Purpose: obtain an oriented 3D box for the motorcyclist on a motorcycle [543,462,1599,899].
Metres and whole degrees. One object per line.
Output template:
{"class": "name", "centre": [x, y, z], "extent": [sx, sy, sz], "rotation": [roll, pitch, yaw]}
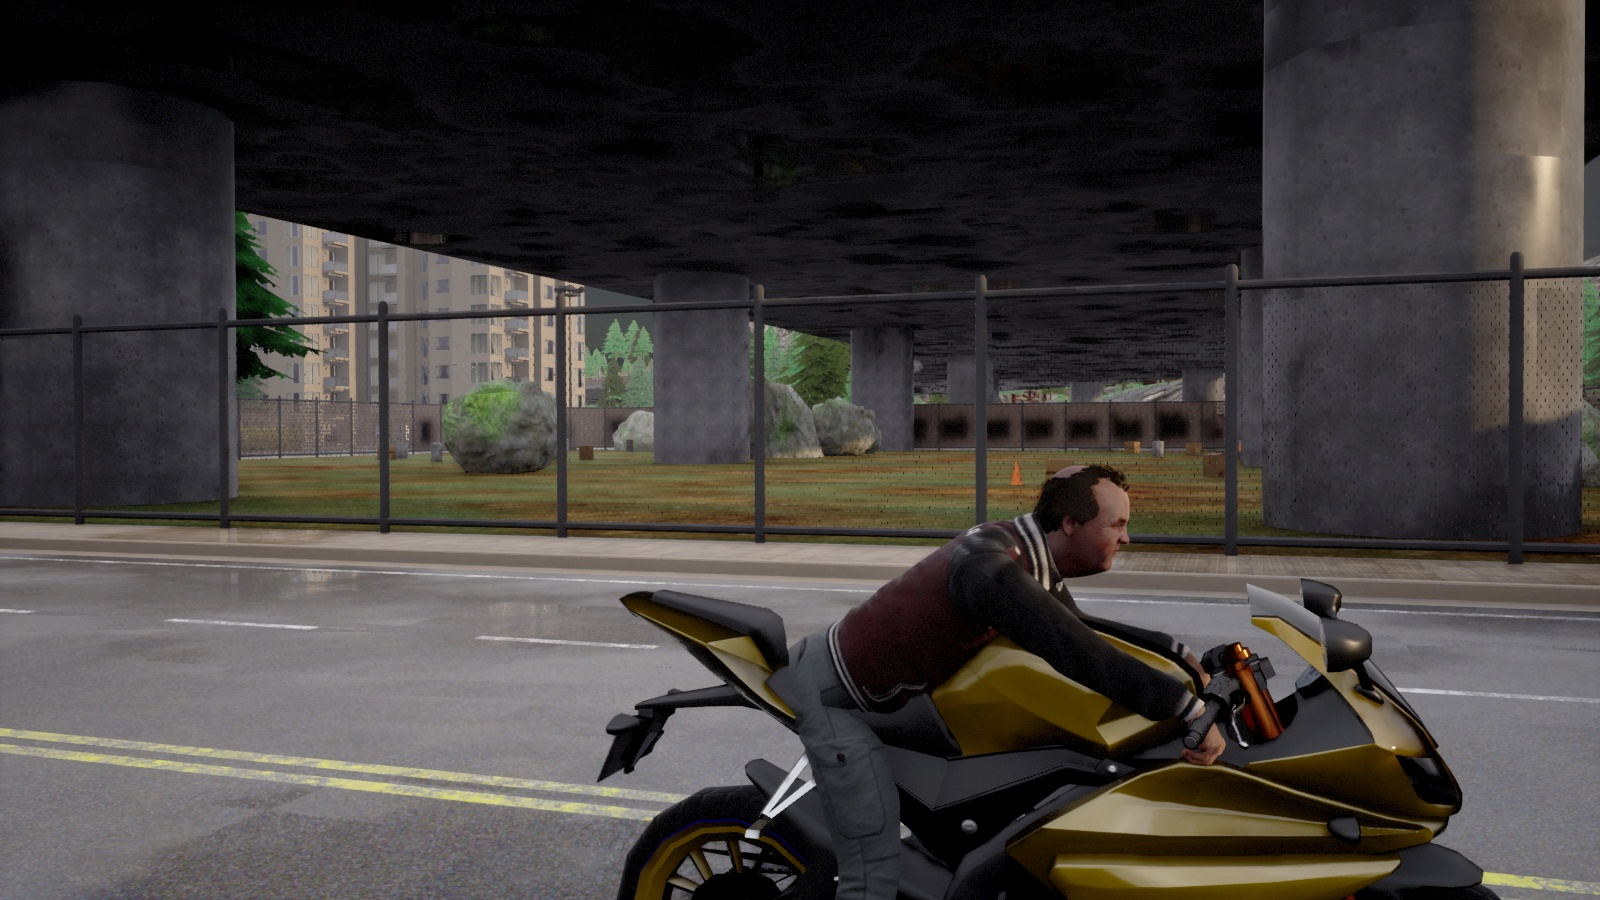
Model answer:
{"class": "motorcyclist on a motorcycle", "centre": [0.575, 0.816, 3.000], "extent": [2.191, 1.530, 0.866], "rotation": [1, 1, 19]}
